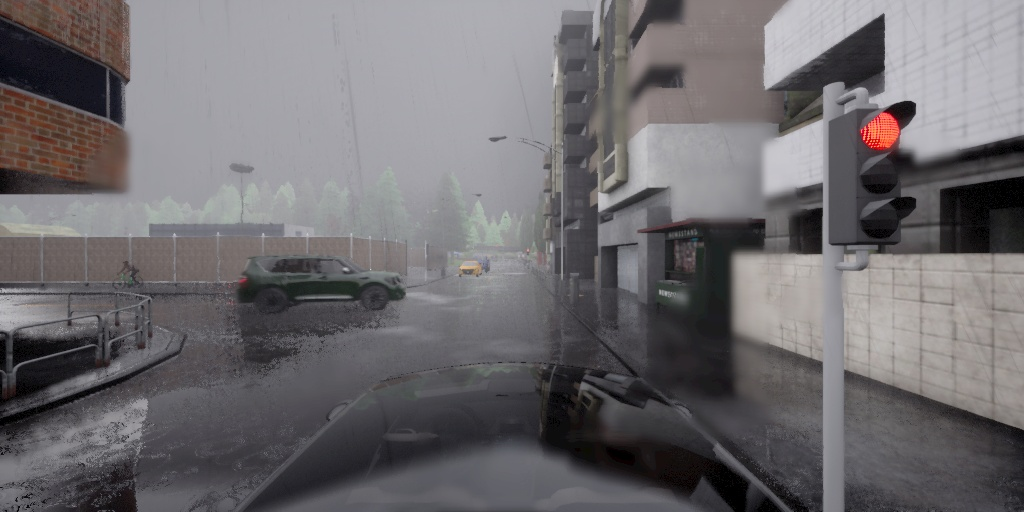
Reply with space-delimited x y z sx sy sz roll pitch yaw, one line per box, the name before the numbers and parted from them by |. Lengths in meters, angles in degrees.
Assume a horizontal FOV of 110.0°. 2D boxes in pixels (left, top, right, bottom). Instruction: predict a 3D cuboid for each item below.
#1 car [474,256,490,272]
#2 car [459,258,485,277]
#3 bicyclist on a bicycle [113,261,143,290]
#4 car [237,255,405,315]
car | -4.079 0.971 46.527 2.150 2.045 5.566 0 0 0
car | -4.110 1.228 35.826 1.882 1.535 5.008 0 0 0
bicyclist on a bicycle | -22.180 1.099 20.731 0.582 1.620 1.656 0 0 0
car | -6.909 0.973 13.487 5.566 2.045 2.150 0 0 -14
